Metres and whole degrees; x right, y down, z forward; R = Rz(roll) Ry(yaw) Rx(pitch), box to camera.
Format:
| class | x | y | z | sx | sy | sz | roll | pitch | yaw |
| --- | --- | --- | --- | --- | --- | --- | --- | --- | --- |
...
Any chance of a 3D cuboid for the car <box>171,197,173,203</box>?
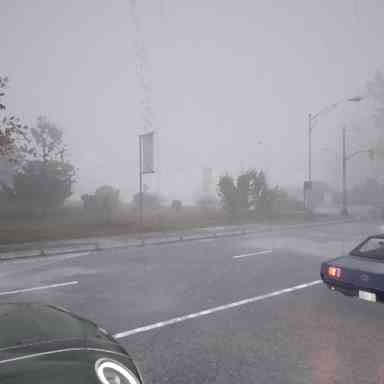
| class | x | y | z | sx | sy | sz | roll | pitch | yaw |
| --- | --- | --- | --- | --- | --- | --- | --- | --- | --- |
| car | -5.381 | 1.262 | 62.921 | 2.128 | 1.511 | 4.902 | -1 | 0 | -38 |

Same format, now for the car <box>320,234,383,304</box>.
| class | x | y | z | sx | sy | sz | roll | pitch | yaw |
| --- | --- | --- | --- | --- | --- | --- | --- | --- | --- |
| car | 4.969 | 1.573 | 7.276 | 4.718 | 1.301 | 1.895 | 0 | 0 | -35 |

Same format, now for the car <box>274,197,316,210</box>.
| class | x | y | z | sx | sy | sz | roll | pitch | yaw |
| --- | --- | --- | --- | --- | --- | --- | --- | --- | --- |
| car | 12.456 | 1.357 | 40.514 | 1.895 | 1.301 | 4.718 | -1 | 0 | -39 |

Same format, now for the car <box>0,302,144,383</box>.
| class | x | y | z | sx | sy | sz | roll | pitch | yaw |
| --- | --- | --- | --- | --- | --- | --- | --- | --- | --- |
| car | -2.502 | 1.352 | 1.938 | 4.553 | 1.767 | 2.097 | 0 | 0 | -36 |

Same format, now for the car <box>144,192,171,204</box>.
| class | x | y | z | sx | sy | sz | roll | pitch | yaw |
| --- | --- | --- | --- | --- | --- | --- | --- | --- | --- |
| car | -6.702 | 1.022 | 58.934 | 2.150 | 2.045 | 5.566 | -1 | 0 | -38 |

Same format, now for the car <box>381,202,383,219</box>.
| class | x | y | z | sx | sy | sz | roll | pitch | yaw |
| --- | --- | --- | --- | --- | --- | --- | --- | --- | --- |
| car | 14.712 | 1.332 | 23.564 | 1.837 | 1.490 | 4.892 | 4 | 2 | 24 |

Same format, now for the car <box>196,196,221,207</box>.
| class | x | y | z | sx | sy | sz | roll | pitch | yaw |
| --- | --- | --- | --- | --- | --- | --- | --- | --- | --- |
| car | 2.569 | 1.285 | 47.272 | 2.128 | 1.511 | 4.902 | -1 | 0 | -39 |

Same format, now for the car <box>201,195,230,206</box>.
| class | x | y | z | sx | sy | sz | roll | pitch | yaw |
| --- | --- | --- | --- | --- | --- | --- | --- | --- | --- |
| car | 3.626 | 1.289 | 51.559 | 1.812 | 1.442 | 4.674 | -1 | 0 | -39 |

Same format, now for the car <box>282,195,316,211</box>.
| class | x | y | z | sx | sy | sz | roll | pitch | yaw |
| --- | --- | --- | --- | --- | --- | --- | --- | --- | --- |
| car | 11.237 | 1.138 | 36.430 | 2.097 | 1.767 | 4.553 | -1 | 0 | -39 |
